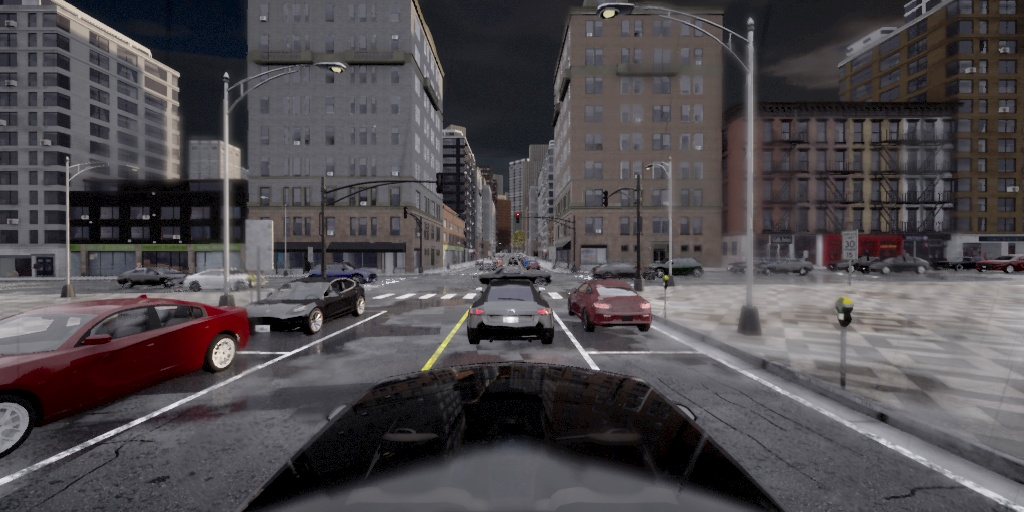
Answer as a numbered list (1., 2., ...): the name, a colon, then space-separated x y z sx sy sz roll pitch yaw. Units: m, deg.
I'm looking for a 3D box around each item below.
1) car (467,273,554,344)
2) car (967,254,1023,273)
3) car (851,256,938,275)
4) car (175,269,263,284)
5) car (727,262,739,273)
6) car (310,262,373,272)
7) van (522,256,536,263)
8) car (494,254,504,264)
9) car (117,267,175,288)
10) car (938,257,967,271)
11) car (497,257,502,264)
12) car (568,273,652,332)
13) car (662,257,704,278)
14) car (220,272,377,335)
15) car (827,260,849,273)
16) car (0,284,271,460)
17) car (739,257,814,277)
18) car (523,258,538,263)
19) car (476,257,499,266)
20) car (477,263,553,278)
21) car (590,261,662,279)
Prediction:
1. car: -0.035 1.312 9.562 1.994 1.385 4.181 0 0 0
2. car: 41.879 0.608 29.881 5.008 1.535 1.882 -1 0 0
3. car: 31.751 0.772 29.892 4.892 1.490 1.837 -1 0 0
4. car: -18.378 1.526 23.109 4.674 1.442 1.812 -1 0 0
5. car: 22.521 0.869 33.132 4.902 1.511 2.128 -1 0 0
6. car: -12.381 1.250 26.366 4.553 1.767 2.097 -1 0 0
7. van: 2.811 1.000 53.324 1.690 1.789 3.998 0 0 0
8. car: -2.970 0.970 65.122 2.097 1.767 4.553 0 0 1
9. car: -25.954 1.572 26.346 4.902 1.511 2.128 -1 0 0
10. car: 41.788 0.716 33.133 4.718 1.301 1.895 -1 0 0
11. car: -3.039 1.201 55.213 2.033 1.411 5.357 0 0 0
12. car: 2.719 1.330 10.560 1.802 1.307 4.207 0 0 0
13. car: 13.332 0.876 29.865 4.553 1.767 2.097 -1 0 0
14. car: -5.806 1.314 10.516 1.948 1.339 4.313 0 0 0
15. car: 31.992 0.752 33.144 4.892 1.490 1.837 -1 0 0
16. car: -5.776 1.295 4.872 1.888 1.381 4.507 0 0 0
17. car: 22.286 0.889 29.881 4.902 1.511 2.128 -1 0 0
18. car: 2.793 1.258 47.772 1.802 1.307 4.207 0 0 0
19. car: -3.073 1.208 45.563 1.812 1.442 4.674 0 0 2
20. car: 0.257 1.346 23.141 4.718 1.301 1.895 -1 0 0
21. car: 8.136 1.141 26.408 4.674 1.442 1.812 -1 0 0
